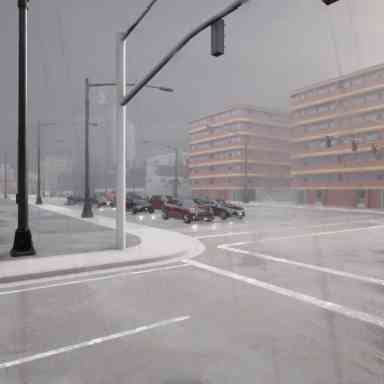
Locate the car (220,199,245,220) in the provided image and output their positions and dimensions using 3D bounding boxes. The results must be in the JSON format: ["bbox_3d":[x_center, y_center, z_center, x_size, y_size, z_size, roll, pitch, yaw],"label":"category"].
[{"bbox_3d":[2.214,1.357,26.871,2.128,1.511,4.902,0,1,-35],"label":"car"}]

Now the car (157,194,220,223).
[{"bbox_3d":[-0.351,1.227,24.425,2.097,1.767,4.553,0,1,-34],"label":"car"}]

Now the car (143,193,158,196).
[{"bbox_3d":[-2.789,1.092,34.216,2.097,1.767,4.553,0,1,-34],"label":"car"}]

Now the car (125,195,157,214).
[{"bbox_3d":[-5.210,1.317,31.554,1.994,1.385,4.181,0,1,-34],"label":"car"}]

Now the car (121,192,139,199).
[{"bbox_3d":[-12.695,0.690,67.683,1.837,1.490,4.892,0,0,-34],"label":"car"}]

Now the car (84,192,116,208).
[{"bbox_3d":[-10.906,1.069,39.911,2.128,1.511,4.902,0,1,-34],"label":"car"}]

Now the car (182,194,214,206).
[{"bbox_3d":[0.765,1.067,47.985,2.128,1.511,4.902,0,1,-34],"label":"car"}]

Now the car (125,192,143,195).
[{"bbox_3d":[-8.412,1.129,42.466,1.994,1.385,4.181,0,1,-34],"label":"car"}]

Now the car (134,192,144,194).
[{"bbox_3d":[-8.899,0.858,55.760,2.128,1.511,4.902,0,1,-34],"label":"car"}]

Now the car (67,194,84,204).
[{"bbox_3d":[-16.699,0.996,48.459,1.895,1.301,4.718,0,1,-34],"label":"car"}]
